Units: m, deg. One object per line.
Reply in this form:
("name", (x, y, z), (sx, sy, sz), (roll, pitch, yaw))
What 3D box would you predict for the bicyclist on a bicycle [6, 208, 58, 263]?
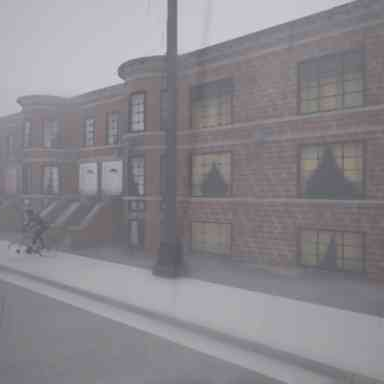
("bicyclist on a bicycle", (-4.939, 1.336, 10.404), (0.582, 1.620, 1.656), (0, -1, 38))
